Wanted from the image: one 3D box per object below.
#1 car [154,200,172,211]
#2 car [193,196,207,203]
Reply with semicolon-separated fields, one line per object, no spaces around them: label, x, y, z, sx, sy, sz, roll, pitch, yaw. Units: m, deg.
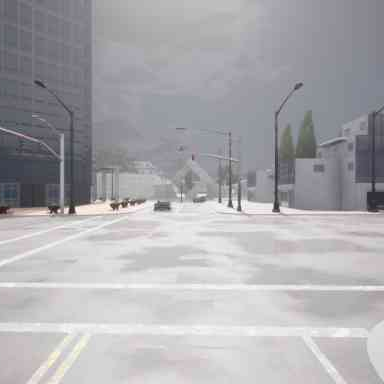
car;-3.606;1.601;41.512;1.895;1.301;4.718;0;0;0
car;1.739;1.563;69.847;1.994;1.385;4.181;0;0;22
